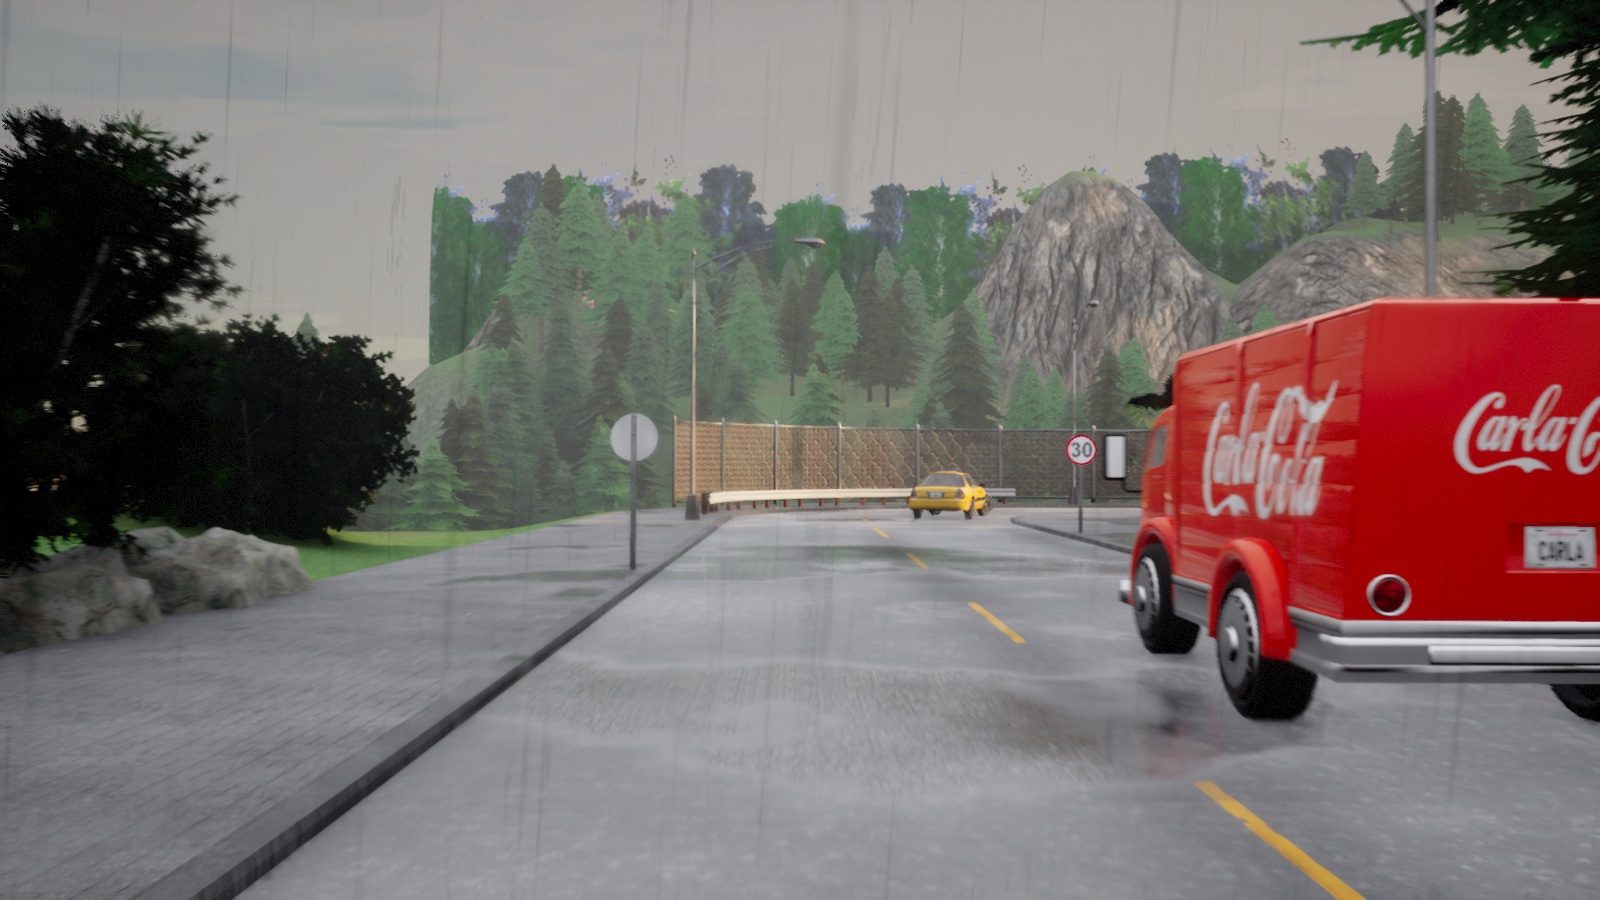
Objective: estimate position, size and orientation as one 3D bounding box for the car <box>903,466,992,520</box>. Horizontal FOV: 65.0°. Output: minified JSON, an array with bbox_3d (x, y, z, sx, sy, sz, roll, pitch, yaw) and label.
[{"bbox_3d":[4.719,1.277,39.455,1.801,1.575,5.366,0,-1,17],"label":"car"}]

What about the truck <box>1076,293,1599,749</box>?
[{"bbox_3d":[3.972,0.432,9.422,2.627,2.467,5.204,0,-1,0],"label":"truck"}]
